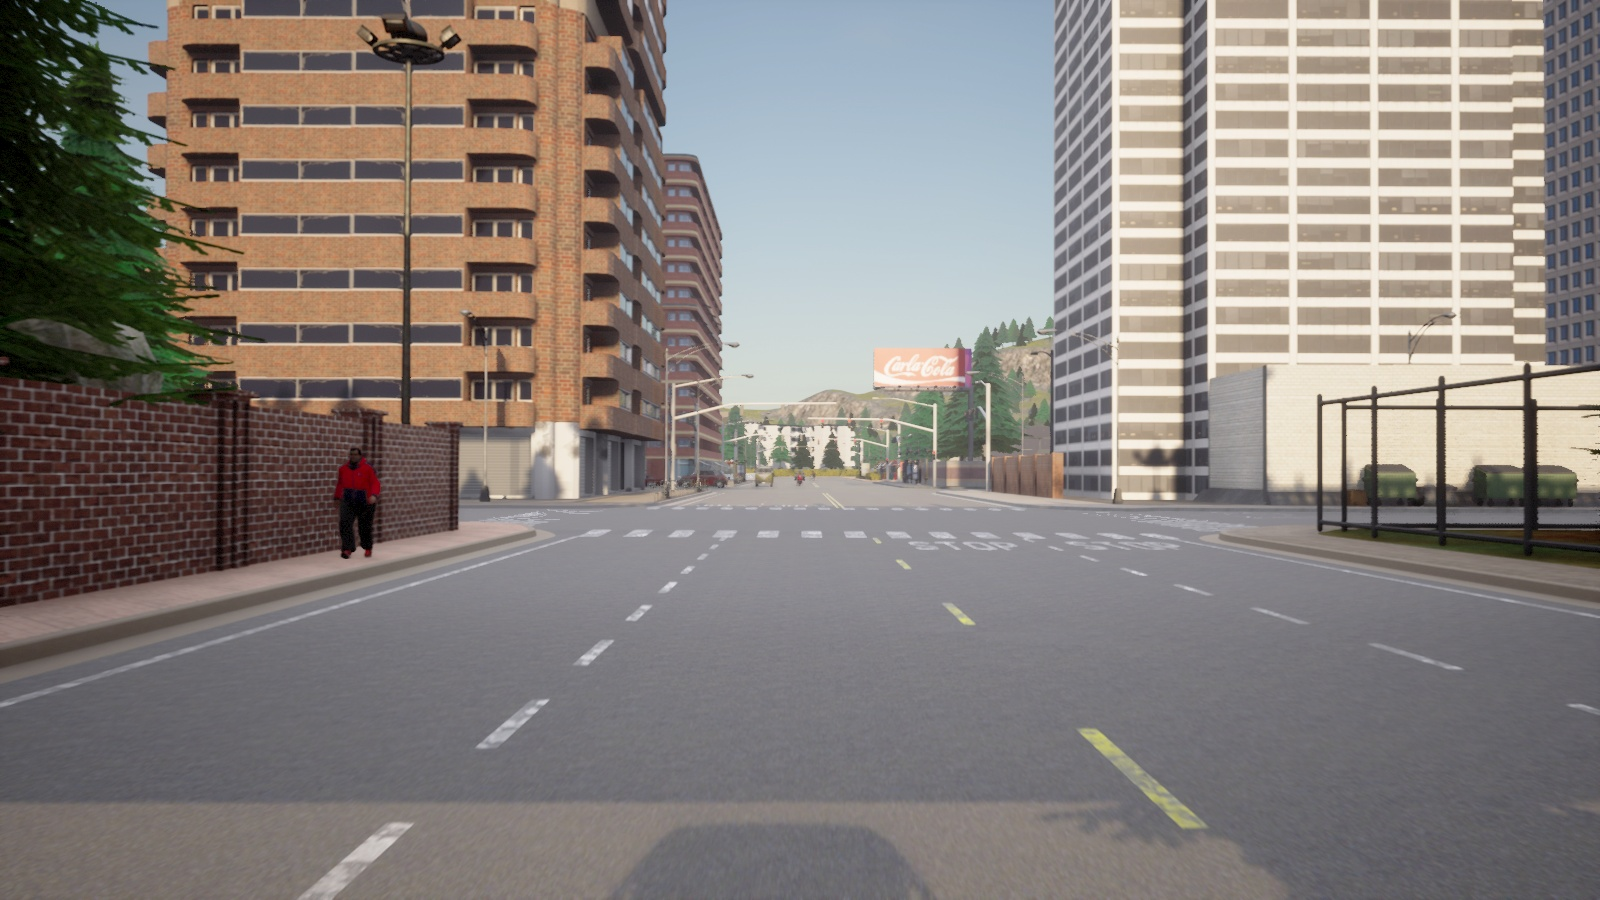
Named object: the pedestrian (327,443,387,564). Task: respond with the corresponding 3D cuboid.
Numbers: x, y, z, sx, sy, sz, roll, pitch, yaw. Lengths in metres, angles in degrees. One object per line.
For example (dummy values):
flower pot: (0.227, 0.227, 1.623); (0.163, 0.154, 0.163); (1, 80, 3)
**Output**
pedestrian: (-6.918, 0.829, 19.645); (0.634, 1.844, 0.899); (0, -1, -1)
